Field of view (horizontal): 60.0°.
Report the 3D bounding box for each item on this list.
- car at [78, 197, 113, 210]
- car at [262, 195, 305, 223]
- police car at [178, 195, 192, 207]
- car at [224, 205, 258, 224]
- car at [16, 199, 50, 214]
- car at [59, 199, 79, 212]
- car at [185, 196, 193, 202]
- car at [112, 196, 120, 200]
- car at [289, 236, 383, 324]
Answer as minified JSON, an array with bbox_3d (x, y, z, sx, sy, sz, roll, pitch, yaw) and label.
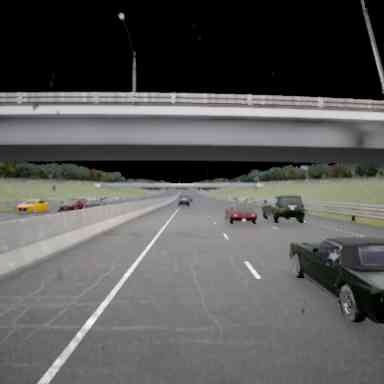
[{"bbox_3d":[-10.731,1.649,37.676,2.033,1.411,5.357,0,0,0],"label":"car"},{"bbox_3d":[7.034,1.253,26.018,2.150,2.045,5.566,0,0,0],"label":"car"},{"bbox_3d":[-1.368,1.667,56.941,1.930,1.638,5.238,0,0,-1],"label":"police car"},{"bbox_3d":[3.540,1.629,24.935,1.895,1.301,4.718,0,0,0],"label":"car"},{"bbox_3d":[-17.725,1.577,37.274,1.882,1.535,5.008,0,0,0],"label":"car"},{"bbox_3d":[-14.244,1.595,39.851,1.882,1.535,5.008,0,0,0],"label":"car"},{"bbox_3d":[-0.802,1.890,90.058,2.097,1.767,4.553,0,0,-1],"label":"car"},{"bbox_3d":[-18.118,1.571,79.016,1.812,1.442,4.674,0,-1,-1],"label":"car"},{"bbox_3d":[3.595,1.603,7.122,1.895,1.301,4.718,0,0,0],"label":"car"}]
